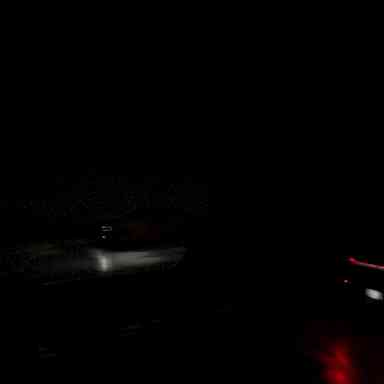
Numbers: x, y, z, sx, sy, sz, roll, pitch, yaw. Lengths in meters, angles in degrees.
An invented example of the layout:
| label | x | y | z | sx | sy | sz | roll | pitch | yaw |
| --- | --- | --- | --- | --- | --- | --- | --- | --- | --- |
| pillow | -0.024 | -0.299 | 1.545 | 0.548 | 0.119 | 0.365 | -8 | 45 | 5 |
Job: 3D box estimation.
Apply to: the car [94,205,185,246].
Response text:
| label | x | y | z | sx | sy | sz | roll | pitch | yaw |
| --- | --- | --- | --- | --- | --- | --- | --- | --- | --- |
| car | -1.844 | 1.388 | 14.957 | 5.008 | 1.535 | 1.882 | 0 | 0 | -30 |

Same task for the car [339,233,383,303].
| label | x | y | z | sx | sy | sz | roll | pitch | yaw |
| --- | --- | --- | --- | --- | --- | --- | --- | --- | --- |
| car | 5.068 | 1.430 | 6.603 | 4.902 | 1.511 | 2.128 | 0 | 0 | -30 |

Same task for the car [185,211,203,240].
| label | x | y | z | sx | sy | sz | roll | pitch | yaw |
| --- | --- | --- | --- | --- | --- | --- | --- | --- | --- |
| car | 2.504 | 1.396 | 13.425 | 4.902 | 1.511 | 2.128 | 0 | 0 | -29 |
